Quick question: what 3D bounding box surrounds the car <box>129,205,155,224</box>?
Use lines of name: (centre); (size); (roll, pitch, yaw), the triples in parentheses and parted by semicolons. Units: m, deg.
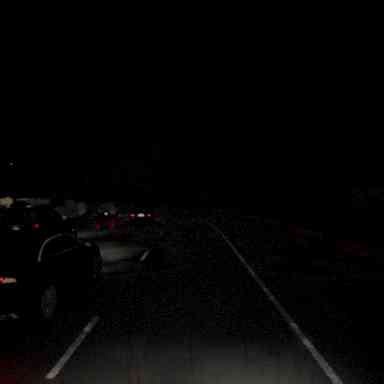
car: (-4.037, 1.799, 27.151); (2.033, 1.411, 5.357); (0, 0, -6)

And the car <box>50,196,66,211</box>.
car: (-20.546, 1.691, 51.057); (2.150, 2.045, 5.566); (0, -1, -20)

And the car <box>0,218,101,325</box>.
car: (-3.406, 1.559, 7.221); (2.128, 1.511, 4.902); (0, -1, 0)

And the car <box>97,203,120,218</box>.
car: (-8.470, 1.836, 33.599); (1.812, 1.442, 4.674); (0, -1, -9)

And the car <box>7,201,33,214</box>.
car: (-20.942, 1.883, 40.744); (1.837, 1.490, 4.892); (0, -1, -15)

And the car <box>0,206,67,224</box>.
car: (-6.935, 1.492, 15.145); (2.097, 1.767, 4.553); (0, -1, -1)
